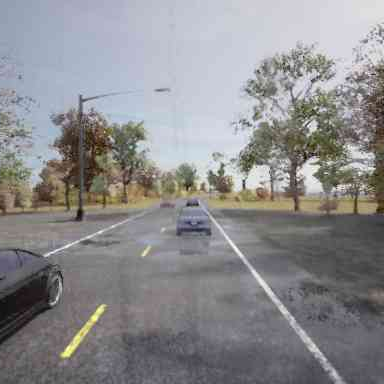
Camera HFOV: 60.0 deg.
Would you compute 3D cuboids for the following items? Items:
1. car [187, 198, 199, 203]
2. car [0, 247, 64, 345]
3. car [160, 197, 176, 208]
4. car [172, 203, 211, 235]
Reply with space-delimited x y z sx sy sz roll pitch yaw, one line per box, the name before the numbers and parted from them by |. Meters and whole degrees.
car | 0.122 1.676 56.581 1.994 1.385 4.181 0 0 0
car | -3.593 1.575 5.084 1.994 1.385 4.181 0 0 0
car | -3.480 1.503 49.205 2.097 1.767 4.553 0 0 0
car | 0.105 1.585 18.910 2.033 1.411 5.357 0 0 0
